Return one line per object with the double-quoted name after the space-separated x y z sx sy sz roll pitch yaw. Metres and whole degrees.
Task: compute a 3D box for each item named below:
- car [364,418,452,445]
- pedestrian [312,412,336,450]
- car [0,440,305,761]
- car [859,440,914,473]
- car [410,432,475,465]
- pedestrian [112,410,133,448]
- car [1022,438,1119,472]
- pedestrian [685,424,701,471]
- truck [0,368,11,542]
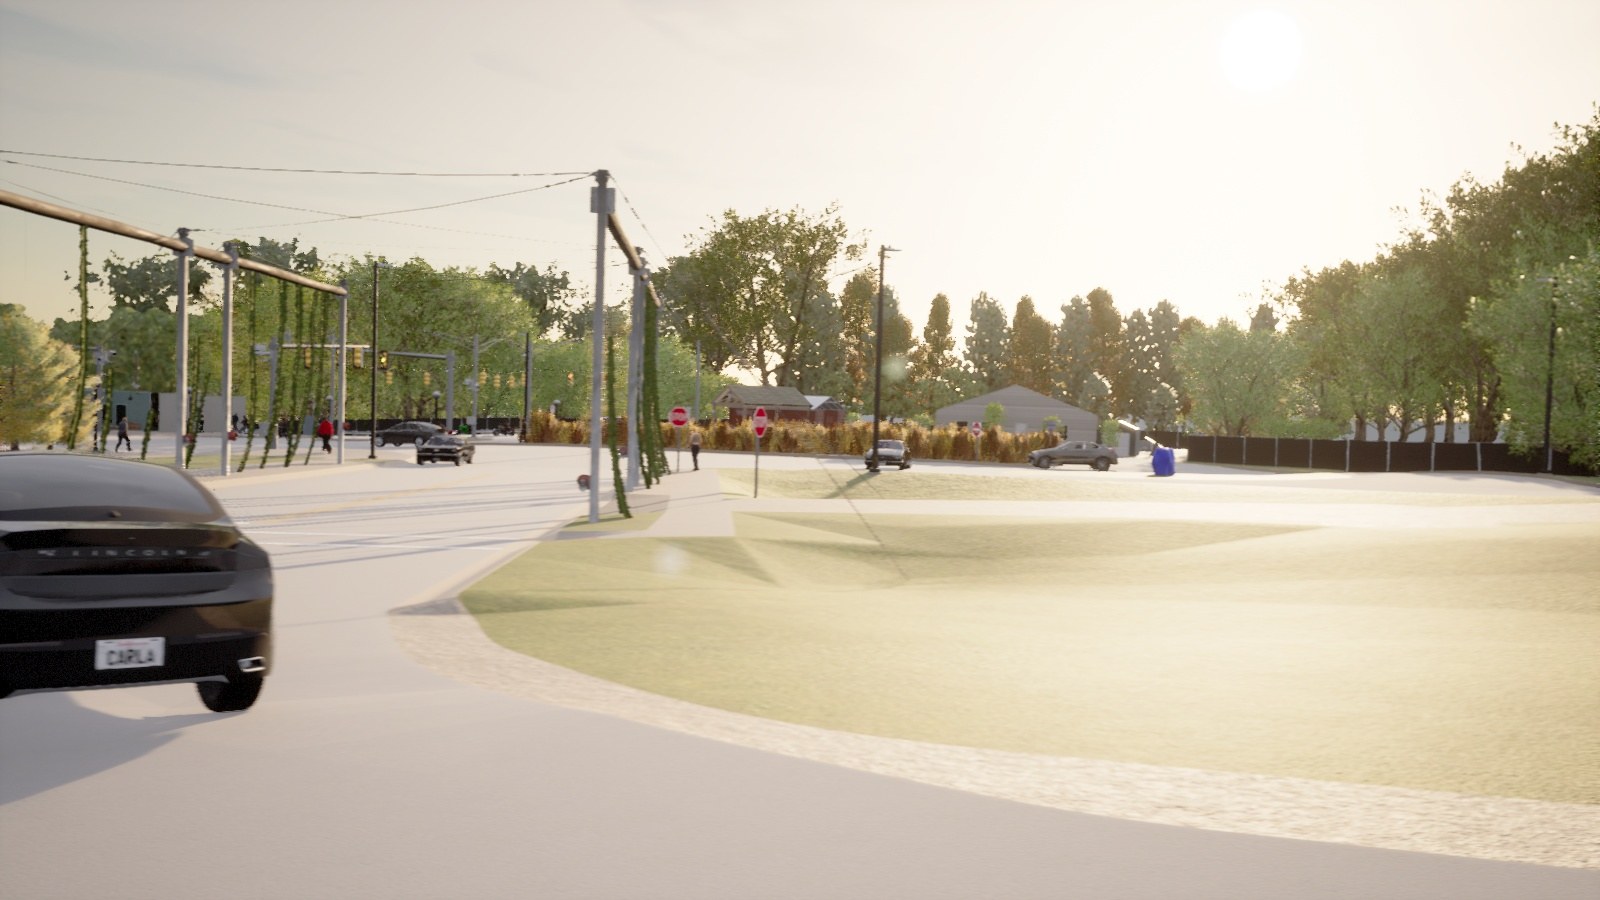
-23.340 -1.100 74.800 4.892 1.490 1.837 1 2 20 "car"
-23.441 -0.939 61.854 0.899 1.844 0.634 4 3 31 "pedestrian"
-5.010 0.746 7.962 1.837 1.490 4.892 4 -3 -42 "car"
4.195 0.269 60.347 2.033 1.411 5.357 2 1 10 "car"
-16.050 -0.098 56.592 1.895 1.301 4.718 2 1 -5 "car"
-33.645 -1.063 62.365 0.540 1.848 0.694 3 3 19 "pedestrian"
15.327 0.283 71.373 5.027 1.651 2.152 2 1 1 "car"
-4.353 -0.104 50.992 0.345 1.836 0.594 1 3 -32 "pedestrian"
-12.956 0.003 15.502 2.627 2.467 5.204 3 0 7 "truck"
